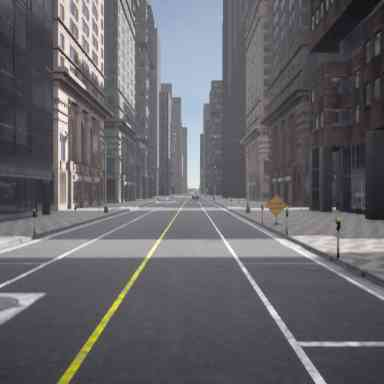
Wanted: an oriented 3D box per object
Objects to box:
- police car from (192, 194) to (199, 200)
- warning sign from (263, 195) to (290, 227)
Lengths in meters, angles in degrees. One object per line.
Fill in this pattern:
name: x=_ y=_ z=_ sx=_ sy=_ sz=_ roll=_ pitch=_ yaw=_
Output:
police car: x=0.900 y=1.446 z=90.129 sx=1.930 sy=1.638 sz=5.238 roll=0 pitch=0 yaw=0
warning sign: x=5.071 y=1.099 z=20.015 sx=1.300 sy=1.860 sz=1.060 roll=0 pitch=0 yaw=0
